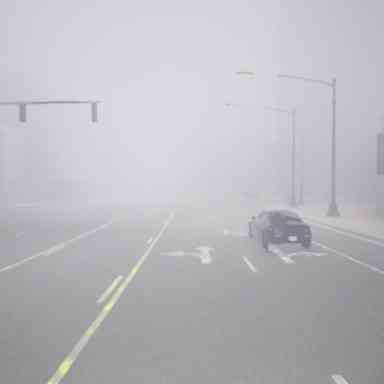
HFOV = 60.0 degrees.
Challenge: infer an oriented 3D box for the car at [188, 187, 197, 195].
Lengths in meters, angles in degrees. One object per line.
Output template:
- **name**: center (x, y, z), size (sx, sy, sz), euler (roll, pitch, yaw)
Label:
- **car**: center (0.031, -0.211, 89.832), size (2.150, 2.045, 5.566), euler (0, 1, 0)

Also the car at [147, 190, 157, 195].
- **car**: center (-10.470, 0.184, 87.351), size (1.895, 1.301, 4.718), euler (0, 1, 0)

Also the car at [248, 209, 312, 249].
- **car**: center (3.591, 1.460, 14.113), size (1.812, 1.442, 4.674), euler (0, 0, 0)

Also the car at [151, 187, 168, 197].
- **car**: center (-6.975, 0.005, 71.621), size (2.150, 2.045, 5.566), euler (0, 1, 0)

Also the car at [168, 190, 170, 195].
- **car**: center (-6.970, -0.057, 87.403), size (2.097, 1.767, 4.553), euler (0, 1, 0)

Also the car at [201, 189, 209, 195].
- **car**: center (3.531, 0.084, 90.221), size (1.812, 1.442, 4.674), euler (0, 1, 0)

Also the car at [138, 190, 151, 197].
- **car**: center (-10.475, 0.305, 71.661), size (2.128, 1.511, 4.902), euler (0, 1, 0)
